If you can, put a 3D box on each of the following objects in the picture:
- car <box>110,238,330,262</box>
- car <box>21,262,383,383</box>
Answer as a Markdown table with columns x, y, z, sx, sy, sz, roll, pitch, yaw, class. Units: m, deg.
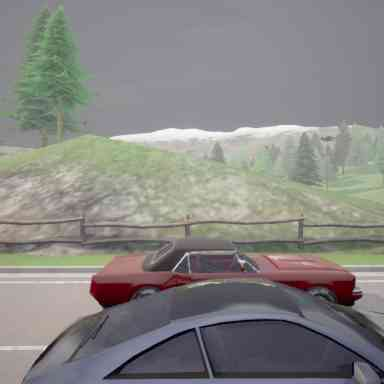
| x | y | z | sx | sy | sz | roll | pitch | yaw | class |
| --- | --- | --- | --- | --- | --- | --- | --- | --- | --- |
| 0.618 | 1.601 | 6.478 | 4.718 | 1.301 | 1.895 | 0 | 0 | -1 | car |
| 0.706 | 1.564 | 2.980 | 4.181 | 1.385 | 1.994 | 0 | 0 | -1 | car |
